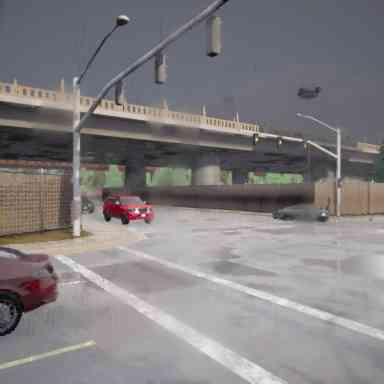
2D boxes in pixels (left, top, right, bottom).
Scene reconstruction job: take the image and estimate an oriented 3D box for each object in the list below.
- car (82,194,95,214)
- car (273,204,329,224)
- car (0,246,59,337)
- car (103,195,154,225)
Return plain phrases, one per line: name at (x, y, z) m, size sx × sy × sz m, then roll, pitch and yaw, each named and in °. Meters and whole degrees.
car at (-12.234, 1.279, 35.511) m, size 2.150 × 2.045 × 5.566 m, roll 0°, pitch 0°, yaw -36°
car at (8.210, 1.605, 25.328) m, size 1.994 × 1.385 × 4.181 m, roll 0°, pitch -1°, yaw -36°
car at (-4.533, 1.525, 5.067) m, size 4.674 × 1.442 × 1.812 m, roll 0°, pitch 0°, yaw -35°
car at (-4.981, 1.277, 25.374) m, size 2.150 × 2.045 × 5.566 m, roll 0°, pitch 0°, yaw -36°
